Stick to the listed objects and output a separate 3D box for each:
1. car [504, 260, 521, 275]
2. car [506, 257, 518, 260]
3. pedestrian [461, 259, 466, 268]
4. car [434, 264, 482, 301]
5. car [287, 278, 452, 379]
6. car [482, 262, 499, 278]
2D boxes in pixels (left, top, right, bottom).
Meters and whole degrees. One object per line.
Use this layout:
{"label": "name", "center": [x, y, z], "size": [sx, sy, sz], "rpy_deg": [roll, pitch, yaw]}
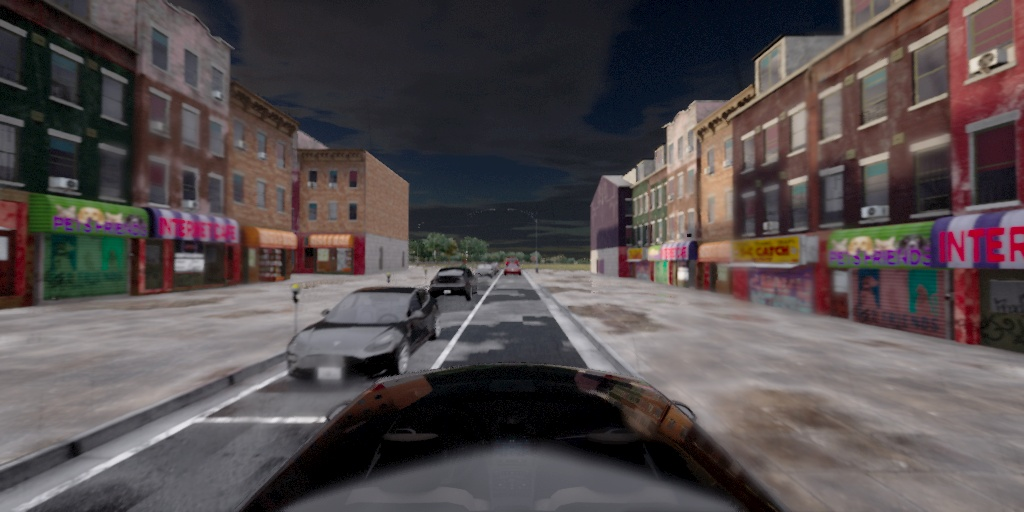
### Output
{"label": "car", "center": [0.078, 1.486, 41.668], "size": [1.994, 1.385, 4.181], "rpy_deg": [0, 0, 0]}
{"label": "car", "center": [0.003, 1.226, 53.425], "size": [2.150, 2.045, 5.566], "rpy_deg": [0, 0, 0]}
{"label": "pedestrian", "center": [-2.742, 1.091, 20.659], "size": [0.375, 1.860, 0.375], "rpy_deg": [-1, -1, 0]}
{"label": "car", "center": [-2.749, 1.291, 17.701], "size": [1.837, 1.490, 4.892], "rpy_deg": [0, 0, 0]}
{"label": "car", "center": [-2.637, 1.323, 7.352], "size": [1.948, 1.339, 4.313], "rpy_deg": [0, 0, 0]}
{"label": "car", "center": [-2.635, 1.427, 35.046], "size": [2.007, 1.370, 4.403], "rpy_deg": [0, 0, 0]}
